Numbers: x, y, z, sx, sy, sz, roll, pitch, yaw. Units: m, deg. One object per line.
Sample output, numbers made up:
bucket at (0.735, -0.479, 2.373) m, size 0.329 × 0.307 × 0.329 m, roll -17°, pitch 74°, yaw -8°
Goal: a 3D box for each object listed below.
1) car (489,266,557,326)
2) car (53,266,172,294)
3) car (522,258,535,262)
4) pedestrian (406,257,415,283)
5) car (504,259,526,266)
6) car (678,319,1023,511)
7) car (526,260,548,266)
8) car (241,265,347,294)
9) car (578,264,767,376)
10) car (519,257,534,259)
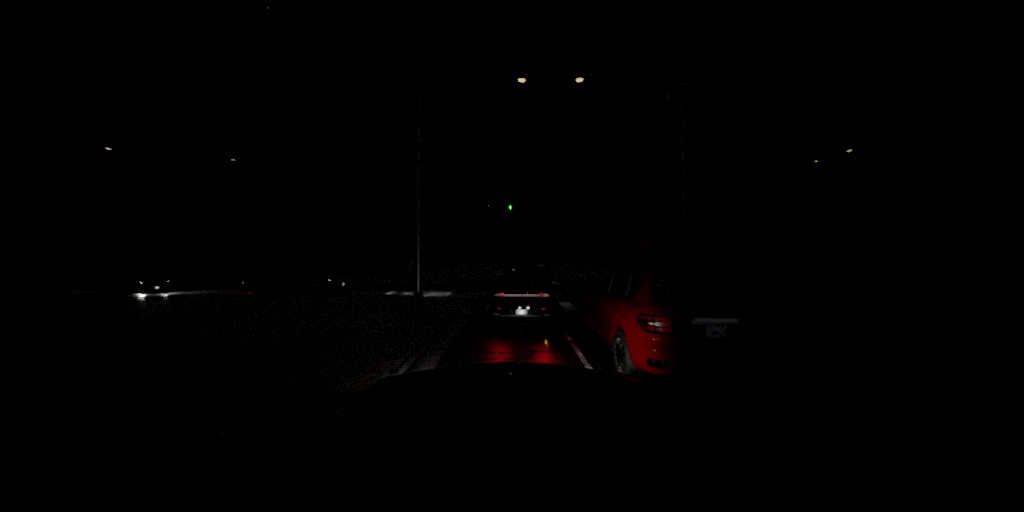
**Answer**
car at (0.424, 1.237, 11.686) m, size 2.128 × 1.511 × 4.902 m, roll 0°, pitch 0°, yaw 4°
car at (-21.015, 1.245, 18.570) m, size 5.357 × 1.411 × 2.033 m, roll 0°, pitch -1°, yaw 0°
car at (2.635, 1.320, 49.773) m, size 1.888 × 1.381 × 4.507 m, roll 0°, pitch 0°, yaw 0°
pedestrian at (-6.919, 0.923, 24.483) m, size 0.375 × 1.860 × 0.375 m, roll 0°, pitch -1°, yaw 0°
car at (0.097, 1.321, 37.321) m, size 1.994 × 1.385 × 4.181 m, roll 0°, pitch 0°, yaw 0°
car at (2.638, 1.332, 1.584) m, size 1.802 × 1.307 × 4.207 m, roll 0°, pitch 0°, yaw 0°
car at (2.636, 1.299, 33.462) m, size 1.888 × 1.381 × 4.507 m, roll 0°, pitch 0°, yaw 0°
car at (-11.190, 1.202, 18.606) m, size 4.902 × 1.511 × 2.128 m, roll 0°, pitch -1°, yaw 0°
car at (2.638, 1.062, 7.033) m, size 2.192 × 1.841 × 5.009 m, roll 0°, pitch 0°, yaw 0°
car at (2.635, 1.099, 55.210) m, size 2.192 × 1.841 × 5.009 m, roll 0°, pitch 0°, yaw 0°
